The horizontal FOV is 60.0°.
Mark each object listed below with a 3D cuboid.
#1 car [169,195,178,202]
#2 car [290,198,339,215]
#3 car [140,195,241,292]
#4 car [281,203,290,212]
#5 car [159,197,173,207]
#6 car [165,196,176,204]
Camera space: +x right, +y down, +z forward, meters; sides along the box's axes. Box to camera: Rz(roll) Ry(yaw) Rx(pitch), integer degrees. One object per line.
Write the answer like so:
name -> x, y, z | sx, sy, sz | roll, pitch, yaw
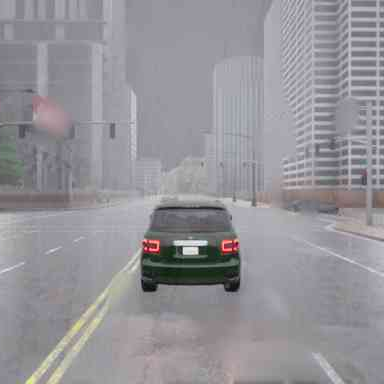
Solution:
car -> -4.190, 1.478, 76.422 | 1.882, 1.535, 5.008 | 0, 0, -1
car -> 12.569, 1.564, 33.646 | 4.181, 1.385, 1.994 | 0, 0, -4
car -> -0.027, 1.221, 9.056 | 2.150, 2.045, 5.566 | 0, 0, 0
car -> 12.483, 1.505, 37.450 | 4.892, 1.490, 1.837 | 0, 0, 1
car -> -4.054, 1.505, 52.414 | 1.837, 1.490, 4.892 | 0, 0, 0
car -> -4.123, 1.525, 63.393 | 1.812, 1.442, 4.674 | 0, 0, 0
